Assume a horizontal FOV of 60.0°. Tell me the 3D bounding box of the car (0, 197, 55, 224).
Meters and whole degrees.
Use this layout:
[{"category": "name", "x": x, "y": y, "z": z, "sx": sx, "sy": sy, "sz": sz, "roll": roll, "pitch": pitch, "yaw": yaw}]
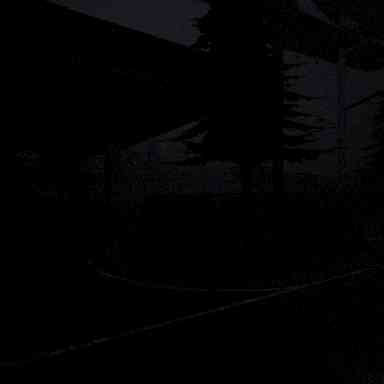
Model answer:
[{"category": "car", "x": -11.918, "y": 1.313, "z": 23.510, "sx": 3.866, "sy": 1.878, "sz": 1.905, "roll": 0, "pitch": 0, "yaw": -36}]
